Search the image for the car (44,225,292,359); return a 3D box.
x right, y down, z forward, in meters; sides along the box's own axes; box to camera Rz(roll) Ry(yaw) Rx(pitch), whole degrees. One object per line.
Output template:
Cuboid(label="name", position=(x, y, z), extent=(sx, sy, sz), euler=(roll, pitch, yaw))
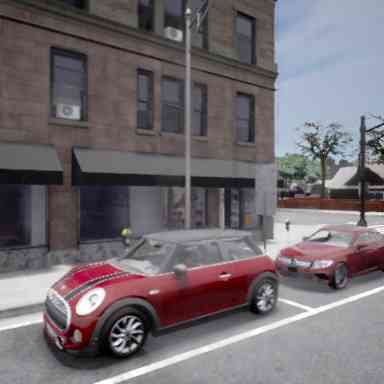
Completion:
Cuboid(label="car", position=(-0.389, 1.449, 5.910), extent=(4.097, 1.590, 1.967), euler=(0, 0, -36))

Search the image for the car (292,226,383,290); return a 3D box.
Cuboid(label="car", position=(4.103, 1.607, 9.115), extent=(4.206, 1.307, 1.802), euler=(0, 0, -36))
